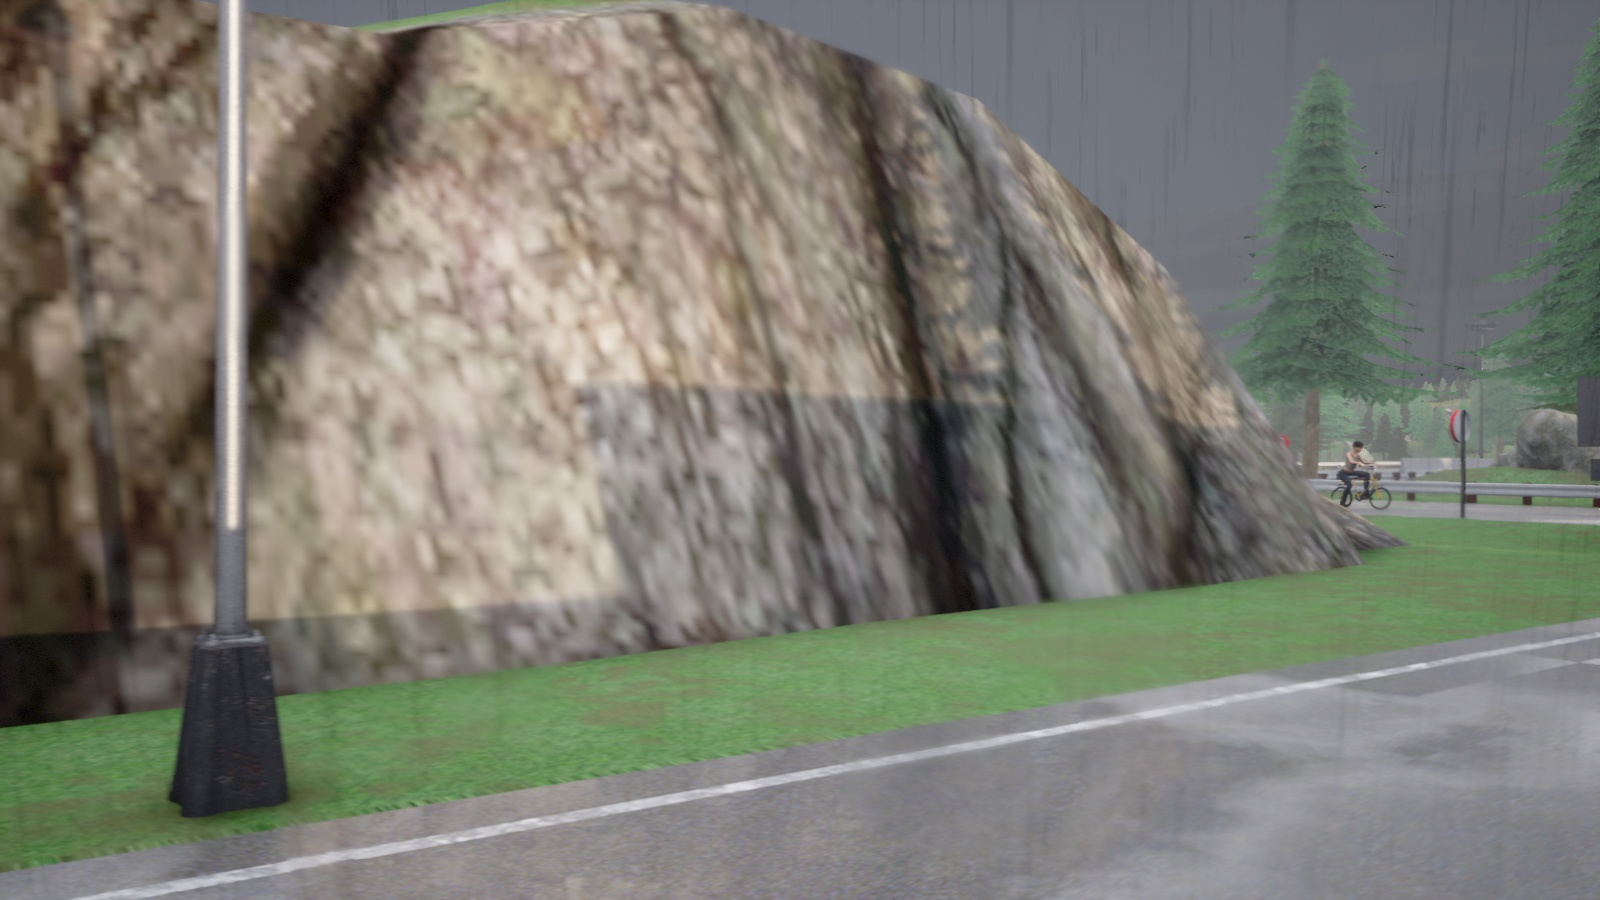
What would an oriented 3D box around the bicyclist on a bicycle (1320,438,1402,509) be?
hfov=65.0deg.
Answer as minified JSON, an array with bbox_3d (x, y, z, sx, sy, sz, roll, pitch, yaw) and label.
[{"bbox_3d":[13.075,0.534,29.300,0.866,1.612,1.509,0,0,-35],"label":"bicyclist on a bicycle"}]
